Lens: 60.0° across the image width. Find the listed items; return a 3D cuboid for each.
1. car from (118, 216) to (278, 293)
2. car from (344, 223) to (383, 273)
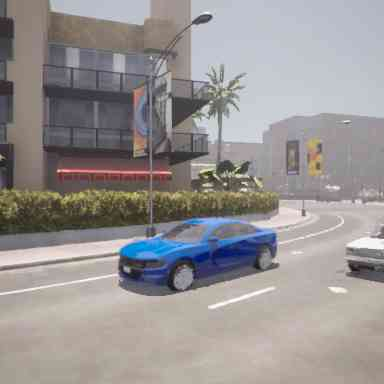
[{"bbox_3d":[0.386,1.477,9.173,5.008,1.535,1.882,0,0,-42],"label":"car"},{"bbox_3d":[6.243,1.601,9.846,1.895,1.301,4.718,0,0,44],"label":"car"}]
